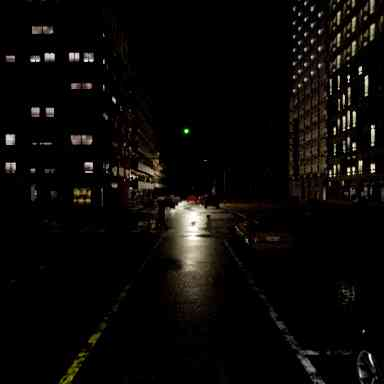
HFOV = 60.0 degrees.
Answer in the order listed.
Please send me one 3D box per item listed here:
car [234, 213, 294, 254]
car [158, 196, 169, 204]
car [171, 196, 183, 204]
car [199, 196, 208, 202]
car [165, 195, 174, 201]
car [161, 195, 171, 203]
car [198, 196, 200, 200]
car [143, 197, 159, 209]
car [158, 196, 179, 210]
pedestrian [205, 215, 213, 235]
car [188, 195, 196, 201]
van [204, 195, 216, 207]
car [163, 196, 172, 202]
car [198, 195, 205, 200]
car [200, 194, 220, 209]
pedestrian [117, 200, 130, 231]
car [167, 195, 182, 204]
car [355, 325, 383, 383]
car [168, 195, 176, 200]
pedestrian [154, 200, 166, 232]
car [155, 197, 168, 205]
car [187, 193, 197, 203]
[{"bbox_3d":[2.688,1.527,13.393,1.752,1.417,4.829,0,0,0],"label":"car"},{"bbox_3d":[-5.687,1.602,67.742,1.887,1.381,4.507,0,0,0],"label":"car"},{"bbox_3d":[-3.021,1.547,67.183,2.128,1.511,4.902,0,0,1],"label":"car"},{"bbox_3d":[2.694,1.624,78.795,1.887,1.381,4.507,0,0,0],"label":"car"},{"bbox_3d":[-5.686,1.530,84.323,1.967,1.590,4.097,0,0,0],"label":"car"},{"bbox_3d":[-5.687,1.509,73.270,1.967,1.590,4.097,0,0,0],"label":"car"},{"bbox_3d":[2.692,1.373,67.741,2.192,1.841,5.009,0,0,0],"label":"car"},{"bbox_3d":[-5.689,1.575,45.636,2.008,1.369,4.403,0,0,0],"label":"car"},{"bbox_3d":[-3.118,1.570,44.544,2.033,1.411,5.357,0,0,-4],"label":"car"},{"bbox_3d":[0.951,1.678,17.596,0.500,1.100,0.500,0,0,0],"label":"pedestrian"},{"bbox_3d":[0.009,1.545,84.829,2.033,1.411,5.357,0,0,0],"label":"car"},{"bbox_3d":[2.690,1.372,51.162,1.690,1.788,3.998,0,0,0],"label":"van"},{"bbox_3d":[-5.686,1.661,78.796,1.802,1.307,4.206,0,0,0],"label":"car"},{"bbox_3d":[2.696,1.641,95.545,1.752,1.417,4.829,0,0,0],"label":"car"},{"bbox_3d":[2.690,1.339,45.636,2.192,1.841,5.009,0,0,0],"label":"car"},{"bbox_3d":[-3.950,1.314,19.103,0.375,1.860,0.375,0,0,0],"label":"pedestrian"},{"bbox_3d":[-3.083,1.584,54.997,2.033,1.411,5.357,0,0,0],"label":"car"},{"bbox_3d":[2.686,1.566,1.957,1.947,1.339,4.313,0,0,0],"label":"car"},{"bbox_3d":[-5.684,1.640,95.206,1.752,1.417,4.829,0,0,0],"label":"car"},{"bbox_3d":[-1.777,1.307,18.589,0.375,1.860,0.375,0,0,0],"label":"pedestrian"},{"bbox_3d":[-5.688,1.598,62.216,2.008,1.369,4.403,0,0,0],"label":"car"},{"bbox_3d":[0.007,1.296,74.442,2.150,2.045,5.566,0,0,0],"label":"car"}]
